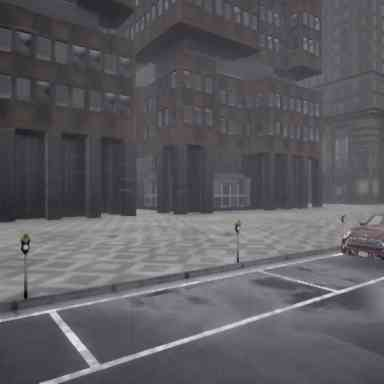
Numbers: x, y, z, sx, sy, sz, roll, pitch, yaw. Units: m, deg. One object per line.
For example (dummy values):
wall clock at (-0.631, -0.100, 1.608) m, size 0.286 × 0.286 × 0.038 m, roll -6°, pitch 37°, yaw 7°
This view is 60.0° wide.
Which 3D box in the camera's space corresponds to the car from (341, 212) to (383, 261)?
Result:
car at (7.024, 1.439, 11.659) m, size 4.097 × 1.590 × 1.967 m, roll 0°, pitch 0°, yaw -35°
